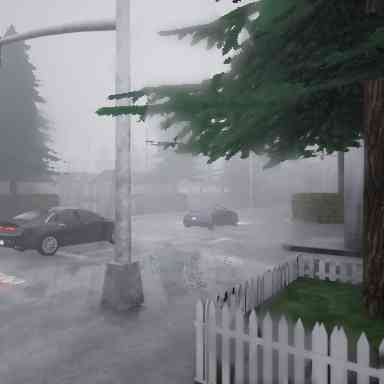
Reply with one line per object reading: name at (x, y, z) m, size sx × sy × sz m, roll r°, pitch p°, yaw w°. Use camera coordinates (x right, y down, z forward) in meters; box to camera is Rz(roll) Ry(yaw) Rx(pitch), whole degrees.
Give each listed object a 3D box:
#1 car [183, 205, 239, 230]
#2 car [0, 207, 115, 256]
car at (1.263, 1.468, 20.668) m, size 1.994 × 1.385 × 4.181 m, roll 1°, pitch 1°, yaw 35°
car at (-4.508, 1.313, 12.325) m, size 1.837 × 1.490 × 4.892 m, roll 0°, pitch 0°, yaw 35°
